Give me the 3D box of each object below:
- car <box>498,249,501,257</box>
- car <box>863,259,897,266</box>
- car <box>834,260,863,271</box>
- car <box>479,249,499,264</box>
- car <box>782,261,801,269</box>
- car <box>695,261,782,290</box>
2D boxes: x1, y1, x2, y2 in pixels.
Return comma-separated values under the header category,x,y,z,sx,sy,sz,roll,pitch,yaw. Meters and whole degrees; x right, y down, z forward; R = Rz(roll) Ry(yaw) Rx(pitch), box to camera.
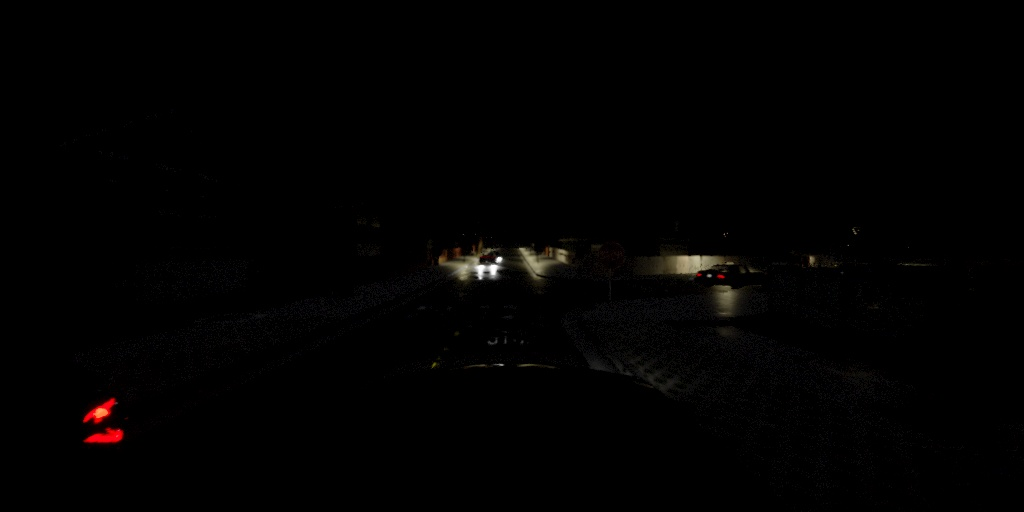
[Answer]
category,x,y,z,sx,sy,sz,roll,pitch,yaw
car,-2.768,-0.490,58.669,1.895,1.301,4.718,0,3,0
car,40.043,1.082,38.856,4.892,1.490,1.837,0,1,-38
car,39.137,1.145,41.684,4.718,1.301,1.895,0,1,-37
car,-2.822,0.227,42.172,1.895,1.301,4.718,0,2,0
car,22.641,1.113,30.160,4.181,1.385,1.994,0,1,-33
car,12.944,1.130,20.760,5.357,1.411,2.033,0,1,-29
